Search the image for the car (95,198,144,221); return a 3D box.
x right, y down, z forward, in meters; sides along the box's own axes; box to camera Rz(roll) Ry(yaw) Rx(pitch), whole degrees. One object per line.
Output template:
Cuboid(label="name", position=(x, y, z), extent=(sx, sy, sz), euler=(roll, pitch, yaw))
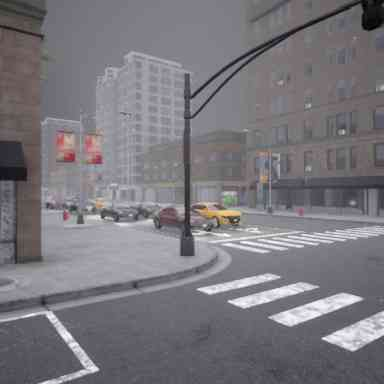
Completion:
Cuboid(label="car", position=(-5.986, 1.502, 26.976), extent=(1.812, 1.442, 4.674), euler=(0, 0, -36))

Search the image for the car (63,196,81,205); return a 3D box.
Cuboid(label="car", position=(-21.709, 1.425, 60.188), extent=(1.837, 1.490, 4.892), euler=(0, 0, -36))

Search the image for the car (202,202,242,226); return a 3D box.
Cuboid(label="car", position=(1.247, 1.466, 22.490), extent=(1.882, 1.535, 5.008), euler=(0, 0, -35))

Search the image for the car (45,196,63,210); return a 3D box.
Cuboid(label="car", position=(-17.427, 1.299, 42.875), extent=(2.097, 1.767, 4.553), euler=(0, 0, -35))

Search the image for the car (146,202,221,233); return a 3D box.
Cuboid(label="car", position=(-0.665, 1.516, 19.602), extent=(1.812, 1.442, 4.674), euler=(0, 0, -35))

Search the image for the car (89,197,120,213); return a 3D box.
Cuboid(label="car", position=(-10.134, 1.436, 38.273), extent=(1.882, 1.535, 5.008), euler=(0, 0, -36))

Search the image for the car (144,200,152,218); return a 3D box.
Cuboid(label="car", position=(-4.197, 1.500, 30.053), extent=(1.812, 1.442, 4.674), euler=(0, 0, -36))

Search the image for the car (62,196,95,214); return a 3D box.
Cuboid(label="car", position=(-11.431, 1.454, 34.510), extent=(2.128, 1.511, 4.902), euler=(0, 0, -36))
